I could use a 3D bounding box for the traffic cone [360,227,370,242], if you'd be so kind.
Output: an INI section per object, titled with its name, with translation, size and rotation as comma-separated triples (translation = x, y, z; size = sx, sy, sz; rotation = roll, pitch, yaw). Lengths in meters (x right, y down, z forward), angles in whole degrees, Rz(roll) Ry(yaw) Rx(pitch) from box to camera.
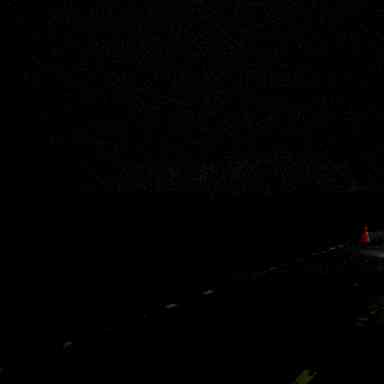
[traffic cone]
translation = 7.164, 1.737, 13.725
size = 0.340, 0.580, 0.340
rotation = 2, 2, 45
